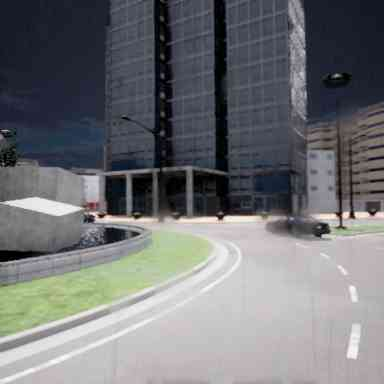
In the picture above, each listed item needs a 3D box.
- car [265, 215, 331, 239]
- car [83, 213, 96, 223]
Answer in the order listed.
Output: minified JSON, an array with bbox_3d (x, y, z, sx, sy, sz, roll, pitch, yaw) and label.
[{"bbox_3d":[6.887,2.238,22.214,2.033,1.411,5.357,0,-2,-16],"label":"car"},{"bbox_3d":[-13.620,3.069,39.425,4.181,1.385,1.994,-1,-2,8],"label":"car"}]
